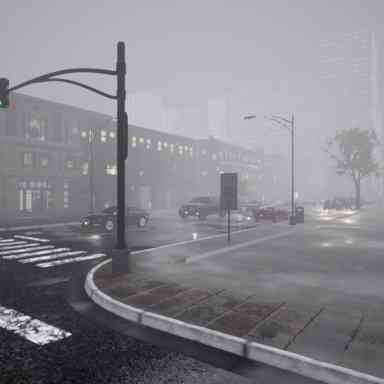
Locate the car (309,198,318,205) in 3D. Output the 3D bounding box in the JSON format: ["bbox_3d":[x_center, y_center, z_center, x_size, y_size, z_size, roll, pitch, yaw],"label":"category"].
[{"bbox_3d":[21.907,1.876,63.527,2.008,1.369,4.403,0,-1,35],"label":"car"}]

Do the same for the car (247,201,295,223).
[{"bbox_3d":[6.531,1.670,27.047,1.887,1.381,4.507,0,0,35],"label":"car"}]

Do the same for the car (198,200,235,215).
[{"bbox_3d":[2.719,1.674,36.279,1.752,1.417,4.829,0,0,35],"label":"car"}]

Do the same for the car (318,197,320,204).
[{"bbox_3d":[28.270,1.828,72.563,1.967,1.590,4.097,0,-1,35],"label":"car"}]

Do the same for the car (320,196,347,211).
[{"bbox_3d":[19.214,1.676,45.149,1.967,1.590,4.097,0,-1,35],"label":"car"}]

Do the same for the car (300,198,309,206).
[{"bbox_3d":[18.725,1.846,59.009,2.008,1.369,4.403,0,-1,35],"label":"car"}]

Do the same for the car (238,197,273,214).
[{"bbox_3d":[7.036,1.660,37.881,2.128,1.511,4.902,0,0,35],"label":"car"}]

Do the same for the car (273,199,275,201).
[{"bbox_3d":[9.180,1.756,45.454,2.008,1.369,4.403,0,0,35],"label":"car"}]

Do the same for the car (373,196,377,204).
[{"bbox_3d":[38.402,1.948,72.396,1.752,1.417,4.829,0,-1,35],"label":"car"}]

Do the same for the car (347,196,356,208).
[{"bbox_3d":[22.395,1.581,49.668,2.192,1.841,5.009,0,-1,35],"label":"car"}]

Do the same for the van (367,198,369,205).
[{"bbox_3d":[31.940,1.699,63.222,1.690,1.788,3.998,0,-1,35],"label":"van"}]

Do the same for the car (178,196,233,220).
[{"bbox_3d":[1.124,1.340,29.507,2.150,2.045,5.566,0,0,35],"label":"car"}]

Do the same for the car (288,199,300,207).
[{"bbox_3d":[15.543,1.815,54.491,2.008,1.369,4.403,0,-1,35],"label":"car"}]

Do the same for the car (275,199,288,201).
[{"bbox_3d":[12.264,1.759,49.833,1.752,1.417,4.829,0,-1,35],"label":"car"}]

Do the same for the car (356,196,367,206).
[{"bbox_3d":[28.759,1.642,58.704,2.192,1.841,5.009,0,-1,35],"label":"car"}]

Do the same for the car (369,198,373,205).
[{"bbox_3d":[35.122,1.972,67.737,1.802,1.307,4.206,0,-1,35],"label":"car"}]

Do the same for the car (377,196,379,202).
[{"bbox_3d":[41.485,2.037,76.774,1.802,1.307,4.206,0,-1,35],"label":"car"}]

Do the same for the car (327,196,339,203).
[{"bbox_3d":[34.633,1.893,81.599,1.967,1.590,4.097,0,-1,35],"label":"car"}]

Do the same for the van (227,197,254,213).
[{"bbox_3d":[5.998,1.518,40.938,1.690,1.788,3.998,0,0,35],"label":"van"}]

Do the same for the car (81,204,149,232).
[{"bbox_3d":[-4.763,1.578,21.188,1.837,1.490,4.892,0,0,34],"label":"car"}]
